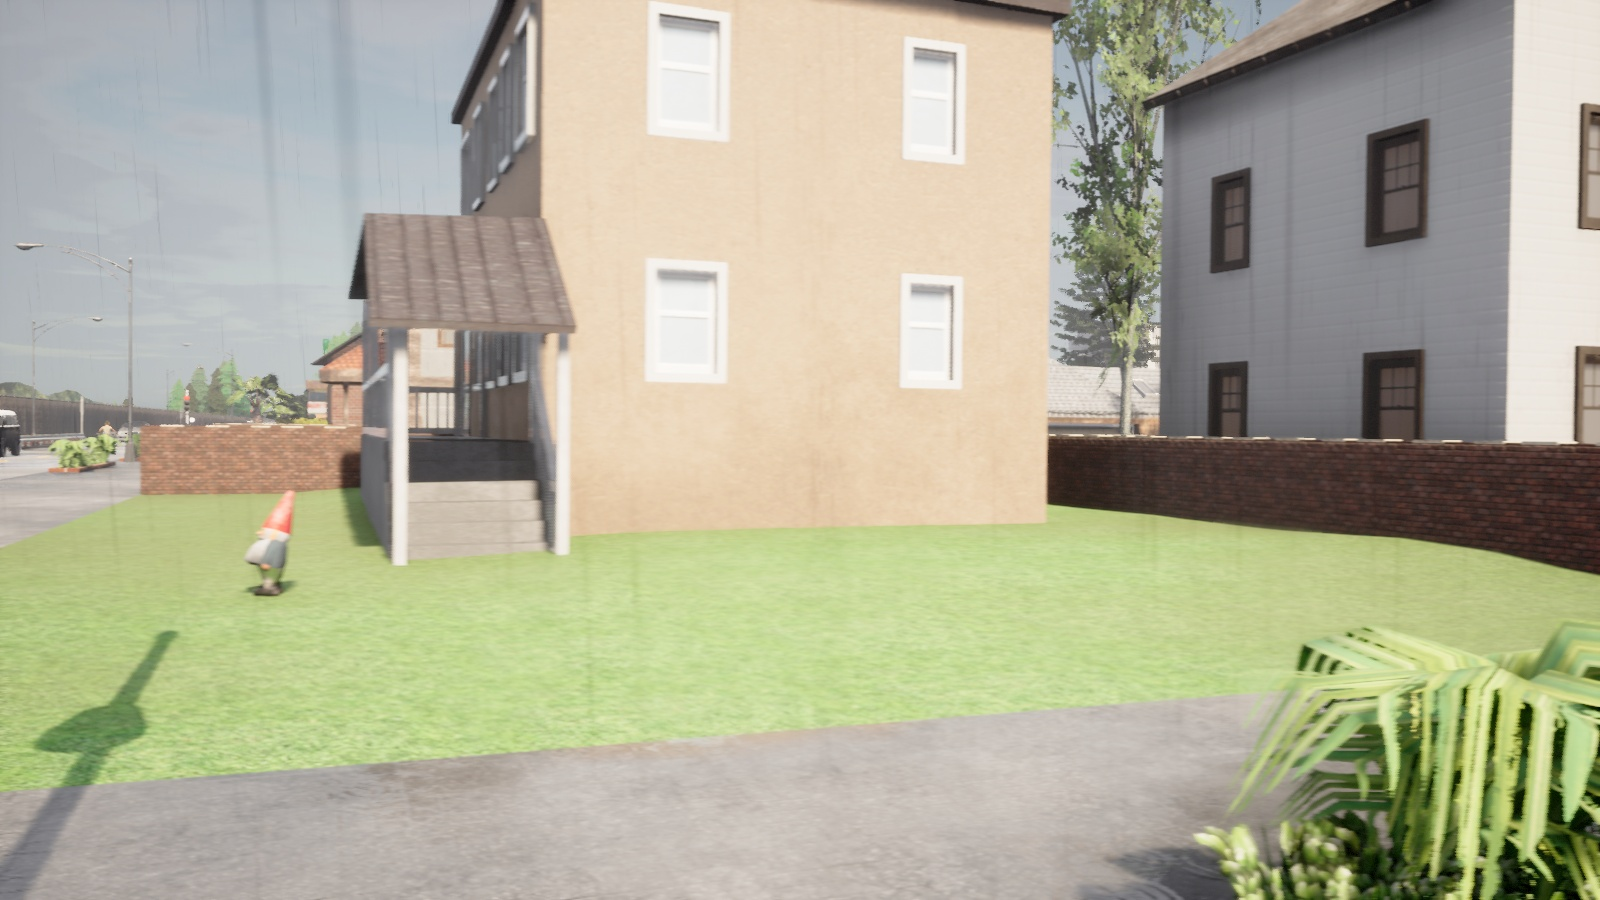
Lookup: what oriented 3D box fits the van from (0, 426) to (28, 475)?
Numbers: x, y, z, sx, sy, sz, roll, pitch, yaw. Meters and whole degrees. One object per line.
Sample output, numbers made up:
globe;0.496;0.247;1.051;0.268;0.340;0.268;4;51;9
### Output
van;-35.005;0.025;54.175;2.069;2.038;4.480;-1;1;-21
